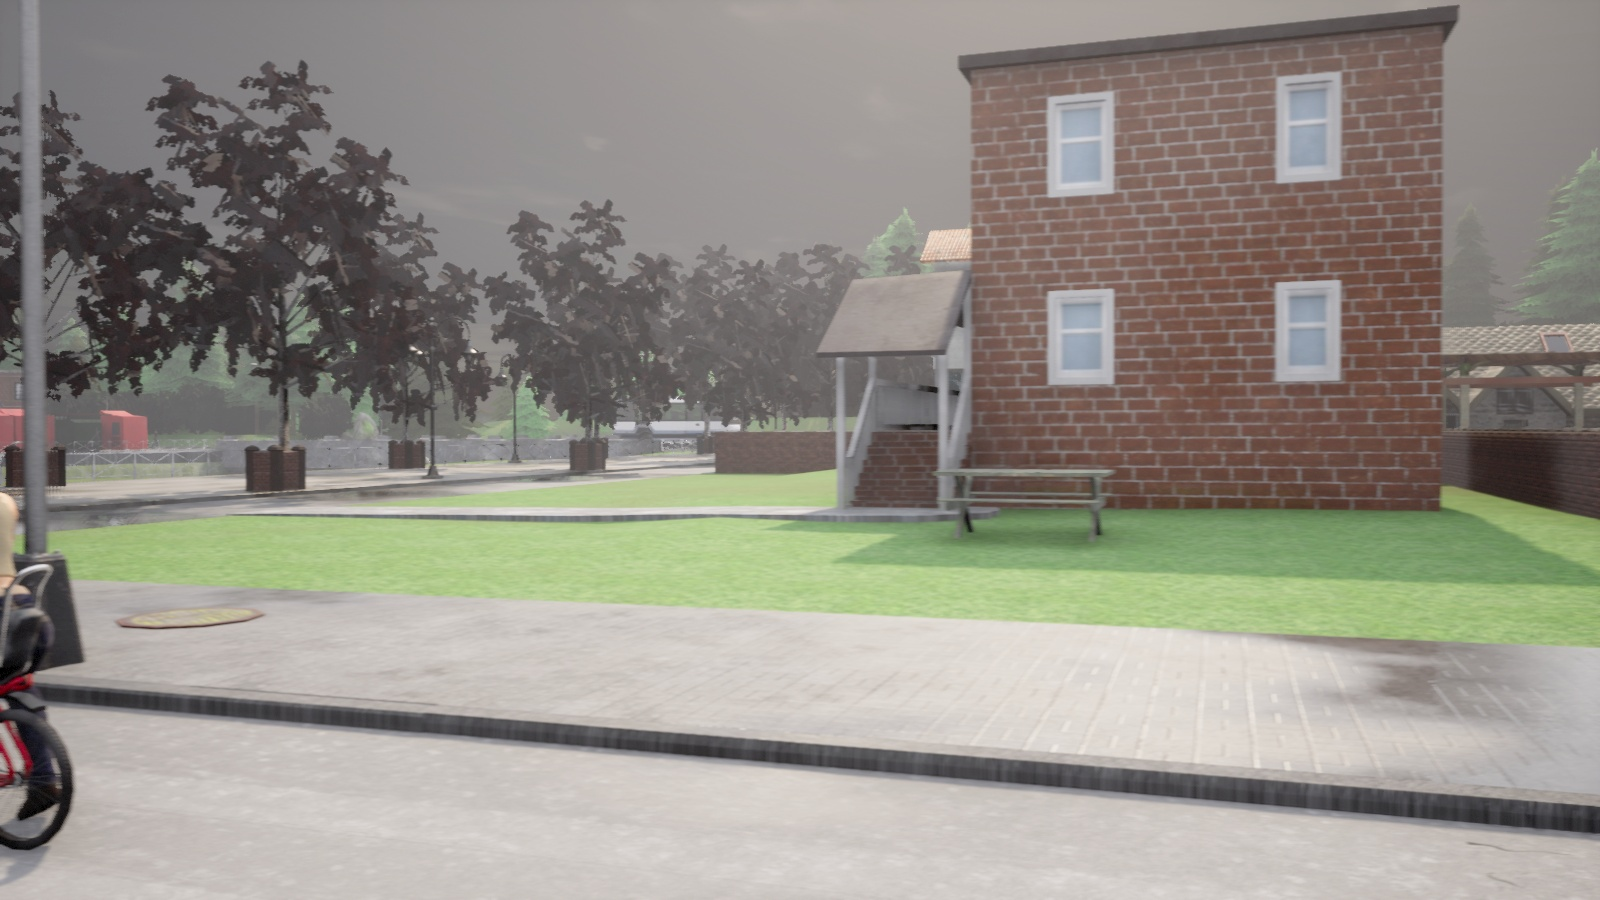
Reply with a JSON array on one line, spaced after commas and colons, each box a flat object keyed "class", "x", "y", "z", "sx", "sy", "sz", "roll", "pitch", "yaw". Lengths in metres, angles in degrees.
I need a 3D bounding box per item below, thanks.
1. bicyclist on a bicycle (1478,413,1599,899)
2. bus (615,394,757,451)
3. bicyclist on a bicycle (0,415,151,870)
[{"class": "bicyclist on a bicycle", "x": 2.493, "y": 0.726, "z": 2.881, "sx": 1.509, "sy": 1.612, "sz": 0.866, "roll": 1, "pitch": 1, "yaw": 19}, {"class": "bus", "x": -8.874, "y": -2.150, "z": 97.850, "sx": 10.273, "sy": 4.253, "sz": 3.944, "roll": 1, "pitch": 1, "yaw": 19}, {"class": "bicyclist on a bicycle", "x": -3.471, "y": 0.672, "z": 4.886, "sx": 1.509, "sy": 1.612, "sz": 0.866, "roll": 1, "pitch": 1, "yaw": 19}]
